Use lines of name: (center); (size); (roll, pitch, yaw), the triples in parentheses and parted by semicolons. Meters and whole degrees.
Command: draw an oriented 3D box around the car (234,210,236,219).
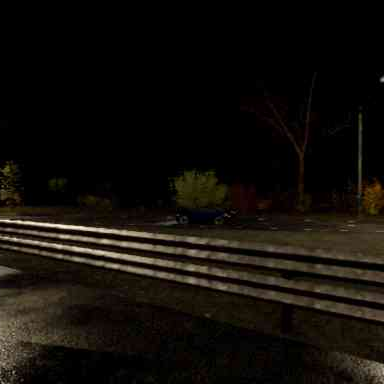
car: (1.695, 1.776, 28.869); (4.181, 1.385, 1.994); (0, 0, 14)

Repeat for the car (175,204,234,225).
car: (0.837, 1.789, 25.476); (4.181, 1.385, 1.994); (0, 0, 14)
